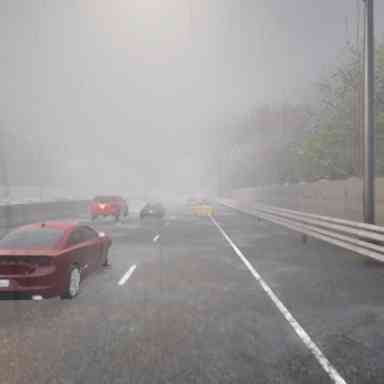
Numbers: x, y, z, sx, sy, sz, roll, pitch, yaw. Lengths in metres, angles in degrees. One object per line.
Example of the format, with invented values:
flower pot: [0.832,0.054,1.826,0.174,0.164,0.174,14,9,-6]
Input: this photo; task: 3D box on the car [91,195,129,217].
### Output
car: [-6.907,1.257,28.328,2.150,2.045,5.566,0,0,0]

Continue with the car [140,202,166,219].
car: [-3.401,1.603,29.673,1.994,1.385,4.181,0,0,0]

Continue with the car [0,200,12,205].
car: [-24.582,1.672,42.400,1.895,1.301,4.718,0,0,0]

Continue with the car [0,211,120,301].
car: [-3.400,1.486,8.437,1.882,1.535,5.008,0,0,0]

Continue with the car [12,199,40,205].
car: [-21.082,1.638,43.461,1.994,1.385,4.181,0,0,0]

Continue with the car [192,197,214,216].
car: [1.221,1.503,33.025,1.801,1.575,5.366,0,0,0]

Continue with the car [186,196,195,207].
car: [-0.004,1.695,52.025,1.895,1.301,4.718,0,0,0]

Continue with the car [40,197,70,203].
car: [-17.582,1.425,43.625,2.097,1.767,4.553,0,0,0]
